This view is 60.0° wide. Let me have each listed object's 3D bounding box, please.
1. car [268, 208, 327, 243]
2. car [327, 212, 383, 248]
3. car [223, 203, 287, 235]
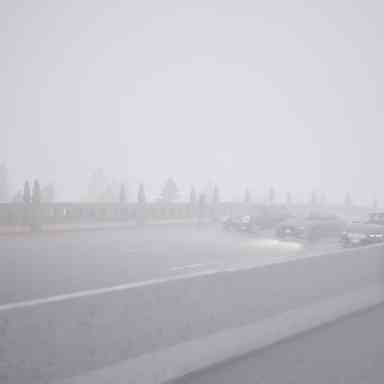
[{"bbox_3d":[6.195,1.697,16.961,4.181,1.385,1.994,1,0,-35],"label":"car"},{"bbox_3d":[8.229,1.631,14.112,4.902,1.511,2.128,1,0,-35],"label":"car"},{"bbox_3d":[3.991,1.475,19.688,4.553,1.767,2.097,1,0,-35],"label":"car"}]
